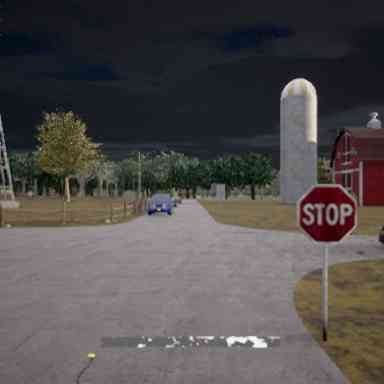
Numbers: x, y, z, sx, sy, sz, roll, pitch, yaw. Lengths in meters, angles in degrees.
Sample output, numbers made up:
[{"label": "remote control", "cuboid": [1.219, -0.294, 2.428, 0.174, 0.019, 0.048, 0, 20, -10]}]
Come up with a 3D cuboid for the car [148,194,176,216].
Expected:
[{"label": "car", "cuboid": [-2.973, 1.215, 32.401, 2.150, 2.045, 5.566, 0, 0, 0]}]

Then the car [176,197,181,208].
[{"label": "car", "cuboid": [-3.032, 1.580, 46.845, 2.033, 1.411, 5.357, 0, 0, 0]}]

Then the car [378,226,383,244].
[{"label": "car", "cuboid": [10.111, 1.741, 13.792, 4.181, 1.385, 1.994, 1, 0, -3]}]
